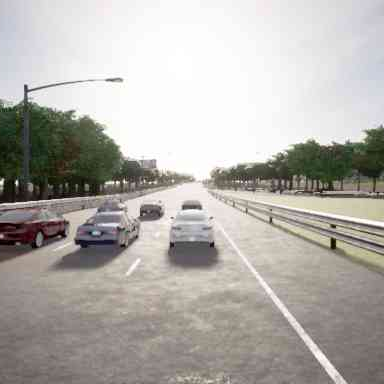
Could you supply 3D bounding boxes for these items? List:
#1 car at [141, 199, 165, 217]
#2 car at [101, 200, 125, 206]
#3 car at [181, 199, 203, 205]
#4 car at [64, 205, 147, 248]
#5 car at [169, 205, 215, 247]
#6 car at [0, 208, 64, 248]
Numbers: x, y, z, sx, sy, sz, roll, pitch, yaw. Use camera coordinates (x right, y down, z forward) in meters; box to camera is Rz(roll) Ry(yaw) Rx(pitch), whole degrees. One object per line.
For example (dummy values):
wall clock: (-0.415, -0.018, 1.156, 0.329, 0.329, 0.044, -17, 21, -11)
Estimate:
car: (-3.501, 1.333, 29.641, 2.128, 1.511, 4.902, 0, 1, 0)
car: (-7.000, 1.410, 29.642, 1.994, 1.385, 4.181, 0, 1, 0)
car: (-0.001, 1.323, 29.641, 1.882, 1.535, 5.008, 0, 1, 0)
car: (-3.500, 1.536, 14.647, 2.033, 1.411, 5.357, 0, 0, 0)
car: (0.000, 1.506, 14.647, 1.812, 1.442, 4.674, 0, 0, 0)
car: (-7.000, 1.458, 14.647, 1.882, 1.535, 5.008, 0, 0, 0)
